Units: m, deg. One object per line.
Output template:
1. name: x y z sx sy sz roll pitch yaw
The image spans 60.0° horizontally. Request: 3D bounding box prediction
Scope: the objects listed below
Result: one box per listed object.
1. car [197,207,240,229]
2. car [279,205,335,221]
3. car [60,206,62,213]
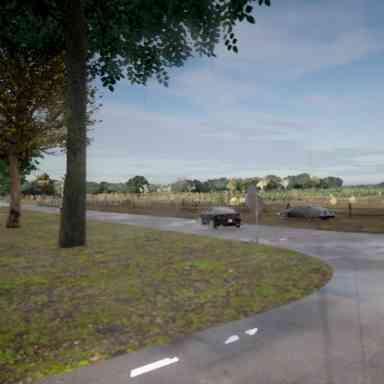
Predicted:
1. car: 1.881 1.808 24.469 1.882 1.535 5.008 -1 -1 -15
2. car: 10.326 1.852 30.312 2.033 1.411 5.357 0 -1 -26
3. car: -18.528 2.448 50.131 1.837 1.490 4.892 -1 0 -35
